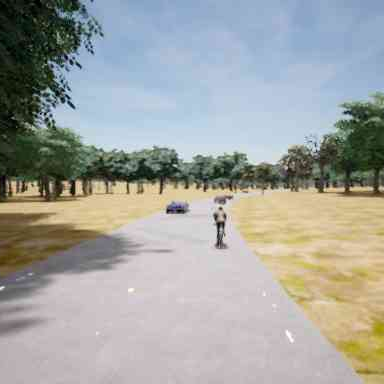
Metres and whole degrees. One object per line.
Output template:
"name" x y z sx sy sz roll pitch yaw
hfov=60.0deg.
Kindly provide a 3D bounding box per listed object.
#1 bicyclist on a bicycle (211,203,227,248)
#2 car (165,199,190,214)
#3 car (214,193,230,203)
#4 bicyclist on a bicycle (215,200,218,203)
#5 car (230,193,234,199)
"bicyclist on a bicycle" 1.169 1.412 13.538 0.582 1.620 1.656 0 0 2
"car" -1.395 1.404 32.882 1.895 1.301 4.718 0 1 6
"car" 4.727 1.071 54.863 2.128 1.511 4.902 0 1 9
"bicyclist on a bicycle" 1.618 1.348 21.673 0.866 1.612 1.509 0 0 4
"car" 8.134 0.916 73.313 1.895 1.301 4.718 1 1 13
